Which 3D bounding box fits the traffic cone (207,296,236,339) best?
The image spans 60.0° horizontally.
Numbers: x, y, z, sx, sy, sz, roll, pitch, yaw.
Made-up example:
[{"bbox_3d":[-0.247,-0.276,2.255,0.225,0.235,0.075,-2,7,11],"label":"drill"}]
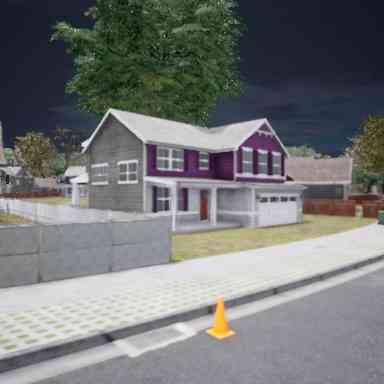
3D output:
[{"bbox_3d":[0.473,1.996,5.402,0.340,0.580,0.340,0,-1,-38],"label":"traffic cone"}]
